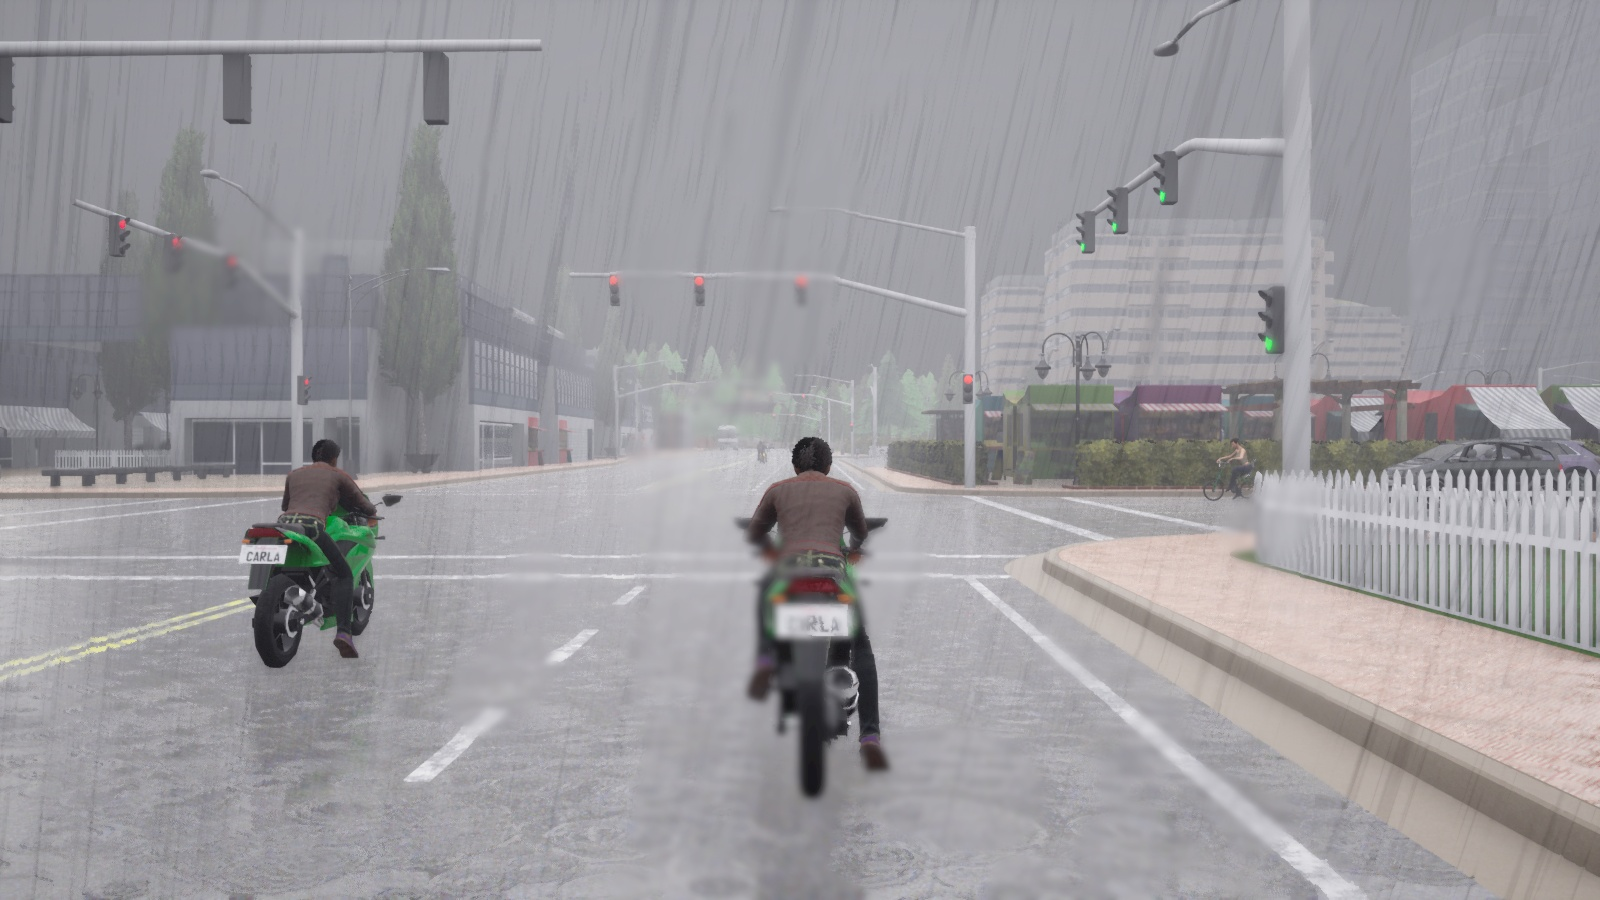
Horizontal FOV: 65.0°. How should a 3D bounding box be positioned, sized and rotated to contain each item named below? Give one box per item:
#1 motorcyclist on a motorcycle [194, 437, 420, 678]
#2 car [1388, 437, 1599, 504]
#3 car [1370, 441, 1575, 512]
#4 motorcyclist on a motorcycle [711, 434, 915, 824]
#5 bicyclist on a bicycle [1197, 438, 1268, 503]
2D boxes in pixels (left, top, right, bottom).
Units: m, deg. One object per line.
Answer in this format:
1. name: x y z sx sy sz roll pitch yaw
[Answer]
1. motorcyclist on a motorcycle: -3.424 0.675 8.958 0.797 1.523 2.044 0 0 0
2. car: 17.933 0.510 32.101 4.856 1.649 2.033 0 0 -1
3. car: 15.225 0.576 28.550 3.705 1.549 1.789 0 0 -1
4. motorcyclist on a motorcycle: 0.056 0.695 5.932 0.797 1.523 2.044 0 0 0
5. bicyclist on a bicycle: 11.005 0.511 31.967 1.509 1.612 0.866 0 0 -1
